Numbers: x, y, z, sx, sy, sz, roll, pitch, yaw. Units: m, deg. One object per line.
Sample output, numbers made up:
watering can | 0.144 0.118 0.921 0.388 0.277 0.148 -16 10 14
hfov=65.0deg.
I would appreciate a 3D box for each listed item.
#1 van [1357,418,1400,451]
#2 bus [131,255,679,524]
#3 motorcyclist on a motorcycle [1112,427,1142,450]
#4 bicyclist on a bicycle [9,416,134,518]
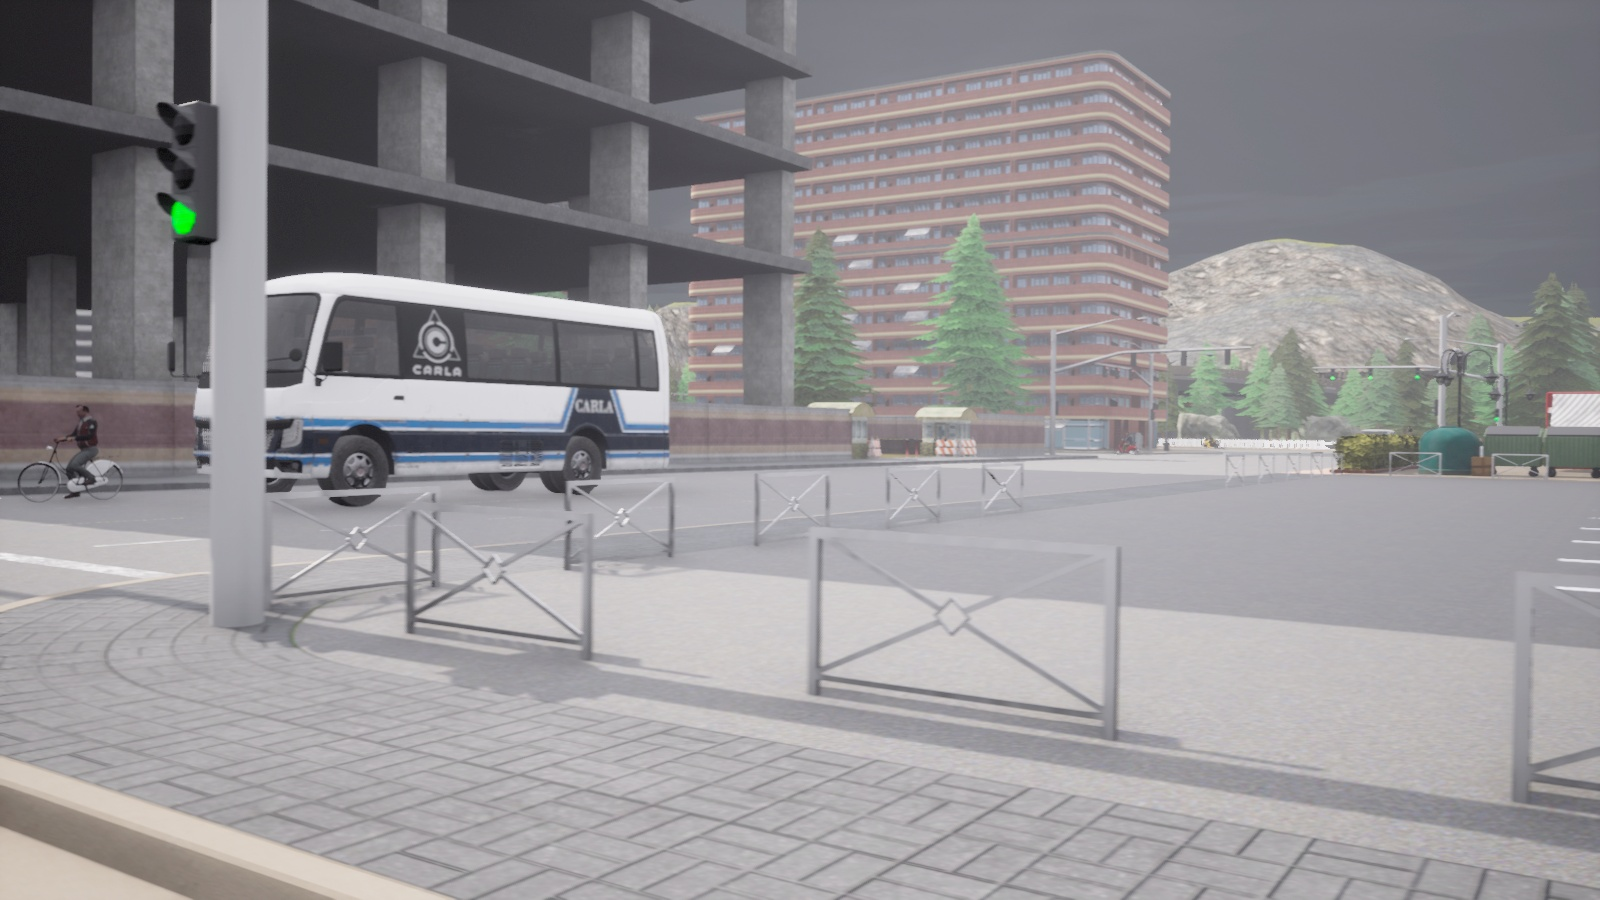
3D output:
van | 36.053 -0.965 78.192 1.775 1.987 4.442 0 1 33
bus | -7.234 -1.041 25.250 3.944 4.253 10.273 0 1 33
motorcyclist on a motorcycle | 23.040 -0.830 88.391 1.817 1.590 0.866 -1 1 42
bicyclist on a bicycle | -13.127 0.283 22.677 0.659 1.776 1.843 0 1 33
